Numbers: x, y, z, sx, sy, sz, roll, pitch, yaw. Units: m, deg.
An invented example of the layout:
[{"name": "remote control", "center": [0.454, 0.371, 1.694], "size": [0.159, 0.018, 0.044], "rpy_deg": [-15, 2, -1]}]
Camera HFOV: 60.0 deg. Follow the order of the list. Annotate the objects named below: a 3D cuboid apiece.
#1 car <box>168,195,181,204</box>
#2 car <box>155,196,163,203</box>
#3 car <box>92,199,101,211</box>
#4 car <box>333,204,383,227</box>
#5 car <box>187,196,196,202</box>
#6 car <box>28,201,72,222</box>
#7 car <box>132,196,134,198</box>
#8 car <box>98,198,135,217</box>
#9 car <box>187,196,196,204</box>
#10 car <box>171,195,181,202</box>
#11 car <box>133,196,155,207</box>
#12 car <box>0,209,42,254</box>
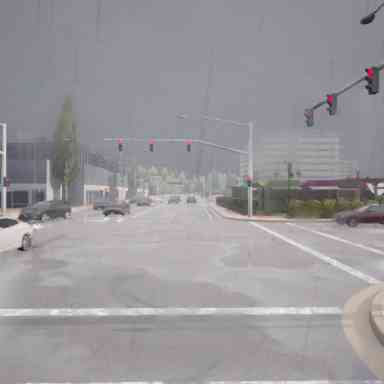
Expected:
[{"name": "car", "center": [-3.595, 1.547, 64.605], "size": [2.033, 1.411, 5.357], "rpy_deg": [0, 0, 0]}, {"name": "car", "center": [-7.101, 1.561, 69.187], "size": [1.812, 1.442, 4.674], "rpy_deg": [0, 0, 0]}, {"name": "car", "center": [-10.660, 1.547, 40.957], "size": [2.033, 1.411, 5.357], "rpy_deg": [0, 0, 0]}, {"name": "car", "center": [11.773, 1.526, 21.960], "size": [4.674, 1.442, 1.812], "rpy_deg": [0, 0, 1]}, {"name": "car", "center": [-0.110, 1.468, 74.916], "size": [1.895, 1.301, 4.718], "rpy_deg": [0, 0, 0]}, {"name": "car", "center": [-11.419, 1.505, 26.249], "size": [1.837, 1.490, 4.892], "rpy_deg": [1, 0, 12]}, {"name": "car", "center": [-10.642, 1.506, 63.346], "size": [1.837, 1.490, 4.892], "rpy_deg": [0, 0, 0]}, {"name": "car", "center": [-7.089, 1.547, 31.885], "size": [2.033, 1.411, 5.357], "rpy_deg": [0, 0, -2]}, {"name": "car", "center": [-0.095, 1.491, 64.611], "size": [2.128, 1.511, 4.902], "rpy_deg": [0, 0, 0]}, {"name": "car", "center": [-3.610, 1.425, 74.879], "size": [1.994, 1.385, 4.181], "rpy_deg": [0, 0, 0]}, {"name": "car", "center": [-7.170, 1.504, 50.308], "size": [1.837, 1.490, 4.892], "rpy_deg": [0, 0, 0]}, {"name": "car", "center": [-7.116, 1.526, 11.241], "size": [1.812, 1.442, 4.674], "rpy_deg": [0, 0, 0]}]
